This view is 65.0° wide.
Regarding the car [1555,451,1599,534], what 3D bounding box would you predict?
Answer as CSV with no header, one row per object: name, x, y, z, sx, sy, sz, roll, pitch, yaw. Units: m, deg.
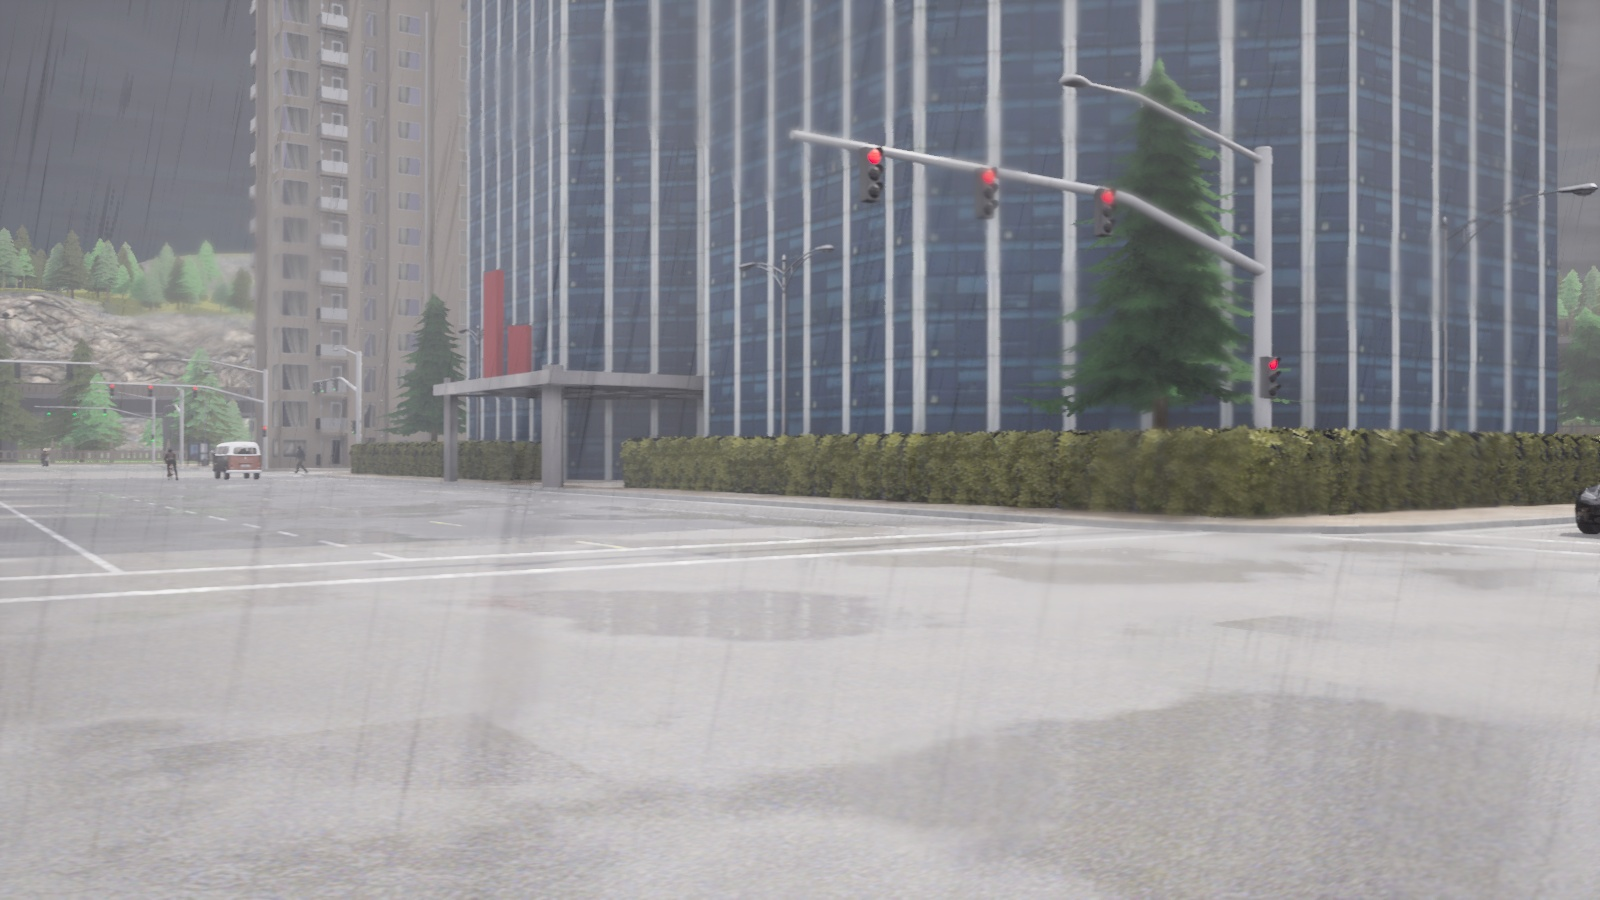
car,16.550,0.763,23.706,4.792,1.488,2.163,0,0,-35

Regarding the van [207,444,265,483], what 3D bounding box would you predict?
van,-30.549,0.697,67.974,2.069,2.038,4.480,0,0,-35

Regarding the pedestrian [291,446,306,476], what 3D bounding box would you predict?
pedestrian,-31.216,0.684,78.165,0.370,1.835,0.726,0,0,42
